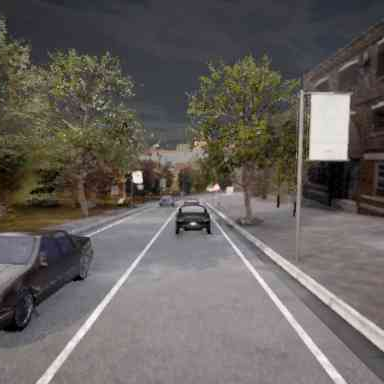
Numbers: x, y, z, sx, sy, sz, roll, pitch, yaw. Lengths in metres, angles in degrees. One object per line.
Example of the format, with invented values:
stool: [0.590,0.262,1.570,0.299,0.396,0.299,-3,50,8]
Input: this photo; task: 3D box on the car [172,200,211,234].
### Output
car: [0.056,1.441,19.191,1.882,1.535,5.008,0,0,0]

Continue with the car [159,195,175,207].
car: [-3.689,1.260,49.262,2.097,1.767,4.553,0,0,0]

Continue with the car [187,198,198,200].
car: [0.025,1.454,37.500,1.812,1.442,4.674,0,0,0]

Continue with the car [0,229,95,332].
car: [-3.613,1.537,7.050,2.033,1.411,5.357,0,0,0]
